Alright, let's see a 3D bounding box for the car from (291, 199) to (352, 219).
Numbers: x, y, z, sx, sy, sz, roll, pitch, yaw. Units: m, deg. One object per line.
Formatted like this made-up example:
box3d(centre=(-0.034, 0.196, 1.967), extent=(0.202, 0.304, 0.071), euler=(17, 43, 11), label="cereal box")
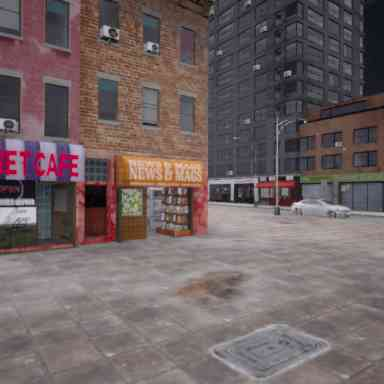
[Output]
box3d(centre=(9.809, 1.246, 25.554), extent=(1.812, 1.442, 4.674), euler=(1, 1, -35), label="car")
